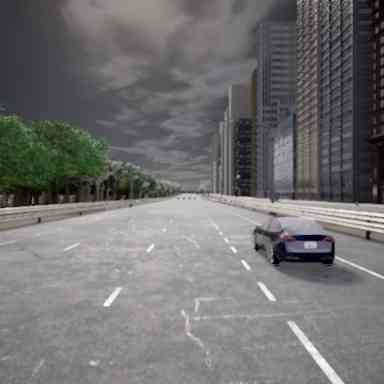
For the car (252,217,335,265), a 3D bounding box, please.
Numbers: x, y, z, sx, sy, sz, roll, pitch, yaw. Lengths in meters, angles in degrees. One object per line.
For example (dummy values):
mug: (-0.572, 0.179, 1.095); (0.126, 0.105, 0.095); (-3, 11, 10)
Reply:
car: (3.500, 1.634, 12.167); (2.163, 1.488, 4.792); (0, -1, 0)
